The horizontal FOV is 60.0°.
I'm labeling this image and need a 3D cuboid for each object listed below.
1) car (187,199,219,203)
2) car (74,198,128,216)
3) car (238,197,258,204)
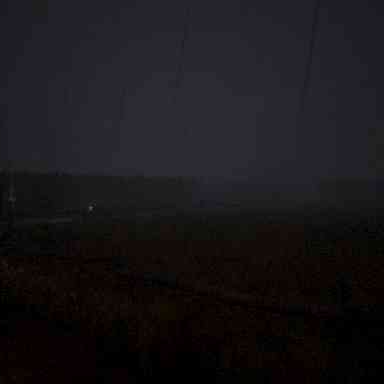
[{"bbox_3d":[1.498,1.070,40.833,2.033,1.411,5.357,0,1,36],"label":"car"},{"bbox_3d":[-7.638,1.294,28.253,2.097,1.767,4.553,0,0,36],"label":"car"},{"bbox_3d":[7.756,1.361,45.339,2.033,1.411,5.357,0,1,25],"label":"car"}]
